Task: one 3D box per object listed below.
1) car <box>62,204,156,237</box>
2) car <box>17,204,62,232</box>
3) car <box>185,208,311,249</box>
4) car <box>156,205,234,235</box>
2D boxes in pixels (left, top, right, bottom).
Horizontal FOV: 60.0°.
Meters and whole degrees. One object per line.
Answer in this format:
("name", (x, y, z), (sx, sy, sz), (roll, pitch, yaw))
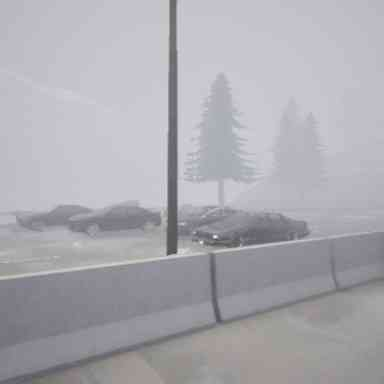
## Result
("car", (-4.042, 1.424, 17.985), (5.008, 1.535, 1.882), (0, 0, -33))
("car", (-7.729, 1.456, 19.749), (4.674, 1.442, 1.812), (0, 0, -33))
("car", (2.618, 1.526, 13.970), (5.357, 1.411, 2.033), (0, 0, -32))
("car", (0.959, 1.457, 17.014), (4.902, 1.511, 2.128), (0, 0, -31))
